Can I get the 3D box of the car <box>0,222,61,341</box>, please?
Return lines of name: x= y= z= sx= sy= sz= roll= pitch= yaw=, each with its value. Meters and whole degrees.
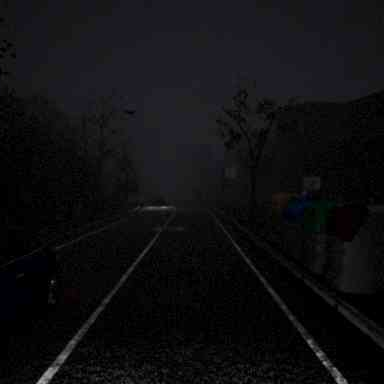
car: x=-3.591 y=1.324 z=4.534 sx=2.097 sy=1.767 sz=4.553 roll=0 pitch=0 yaw=0

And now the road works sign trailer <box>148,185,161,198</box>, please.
road works sign trailer: x=-8.734 y=0.181 z=80.625 sx=2.380 sy=3.560 sz=2.880 roll=-1 pitch=-33 yaw=-30

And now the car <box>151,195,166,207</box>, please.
car: x=-4.722 y=1.243 z=47.015 sx=1.882 sy=1.535 sz=5.008 roll=-1 pitch=0 yaw=-7
